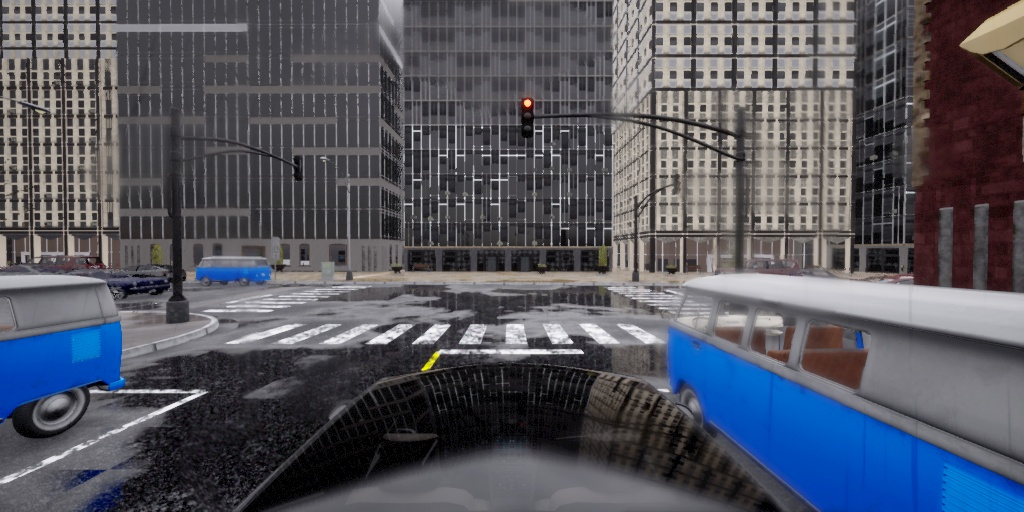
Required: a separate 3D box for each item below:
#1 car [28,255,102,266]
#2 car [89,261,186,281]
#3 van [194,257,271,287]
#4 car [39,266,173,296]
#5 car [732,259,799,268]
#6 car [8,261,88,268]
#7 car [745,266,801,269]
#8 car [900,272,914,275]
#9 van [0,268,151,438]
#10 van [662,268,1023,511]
[{"bbox_3d":[-28.292,0.874,22.254,5.009,1.841,2.192,0,0,0],"label":"car"},{"bbox_3d":[-22.769,1.150,22.246,4.313,1.339,1.948,0,0,0],"label":"car"},{"bbox_3d":[-17.246,0.951,22.238,3.998,1.789,1.690,0,0,0],"label":"van"},{"bbox_3d":[-18.680,1.286,16.438,4.718,1.301,1.895,0,1,0],"label":"car"},{"bbox_3d":[15.143,1.089,22.190,5.009,1.841,2.192,0,0,0],"label":"car"},{"bbox_3d":[-26.642,1.167,19.646,4.181,1.385,1.994,0,1,0],"label":"car"},{"bbox_3d":[15.790,1.415,19.590,4.718,1.301,1.895,0,1,0],"label":"car"},{"bbox_3d":[15.129,1.437,13.810,4.507,1.381,1.888,0,0,0],"label":"car"},{"bbox_3d":[-5.695,1.090,2.786,1.690,1.789,3.998,0,0,0],"label":"van"},{"bbox_3d":[2.686,1.090,2.795,1.690,1.789,3.998,0,0,0],"label":"van"}]
